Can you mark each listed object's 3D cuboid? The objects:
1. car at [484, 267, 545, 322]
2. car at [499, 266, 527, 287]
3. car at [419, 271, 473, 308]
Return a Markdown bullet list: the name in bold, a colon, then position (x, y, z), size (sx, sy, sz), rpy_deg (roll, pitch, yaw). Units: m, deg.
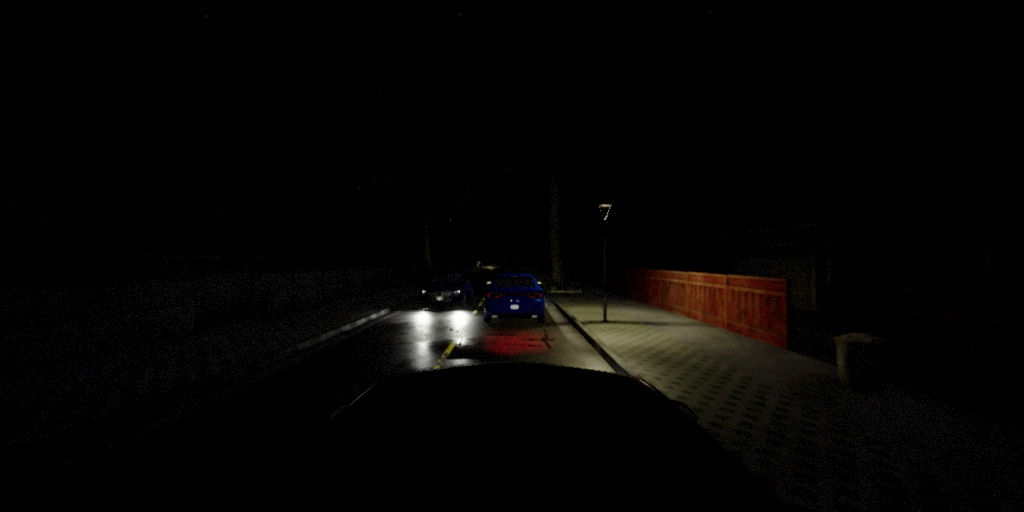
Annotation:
- **car**: position (0.077, 1.342, 12.839), size (1.882, 1.535, 5.008), rpy_deg (0, 0, 0)
- **car**: position (0.064, 1.576, 29.006), size (2.033, 1.411, 5.357), rpy_deg (0, -1, 0)
- **car**: position (-2.852, 1.427, 16.387), size (1.812, 1.442, 4.674), rpy_deg (0, -1, 0)
